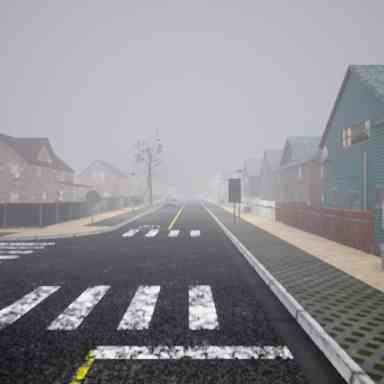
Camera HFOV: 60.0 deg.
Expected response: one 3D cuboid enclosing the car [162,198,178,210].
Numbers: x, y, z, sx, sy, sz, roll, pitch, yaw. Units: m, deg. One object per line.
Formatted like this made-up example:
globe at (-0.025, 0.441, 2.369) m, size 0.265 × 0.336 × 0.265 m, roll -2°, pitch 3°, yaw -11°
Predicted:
car at (-2.771, 1.466, 43.000) m, size 2.033 × 1.411 × 5.357 m, roll 0°, pitch 0°, yaw 0°
